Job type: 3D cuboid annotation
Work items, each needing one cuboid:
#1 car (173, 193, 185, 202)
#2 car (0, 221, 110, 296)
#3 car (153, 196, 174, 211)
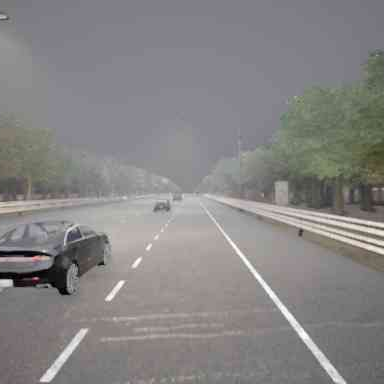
[{"bbox_3d":[-3.433,1.288,79.438,2.150,2.045,5.566,0,0,0],"label":"car"},{"bbox_3d":[-3.500,1.494,8.649,2.128,1.511,4.902,0,0,0],"label":"car"},{"bbox_3d":[-3.493,1.540,40.158,1.812,1.442,4.674,0,0,0],"label":"car"}]
